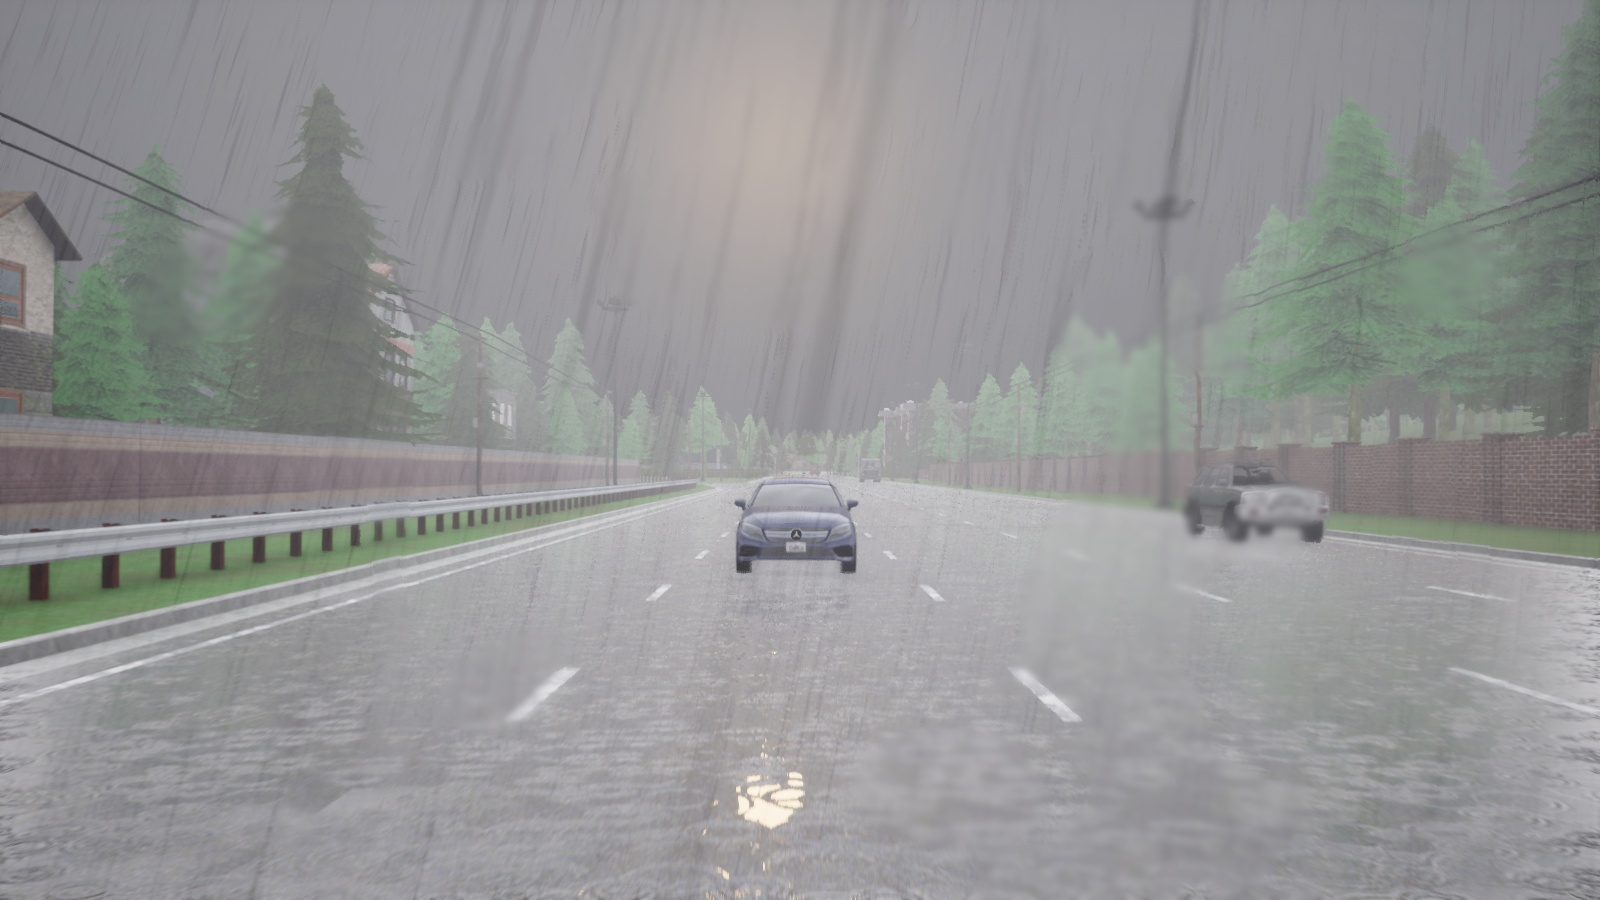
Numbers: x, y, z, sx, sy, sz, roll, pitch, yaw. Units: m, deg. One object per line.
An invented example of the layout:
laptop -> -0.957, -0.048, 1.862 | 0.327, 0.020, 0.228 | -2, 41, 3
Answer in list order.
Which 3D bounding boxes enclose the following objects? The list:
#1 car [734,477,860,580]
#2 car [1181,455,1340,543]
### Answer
car -> -0.049, 1.184, 20.491 | 1.812, 1.442, 4.674 | 0, -1, 0
car -> 10.430, 1.072, 28.815 | 1.932, 1.855, 4.605 | 0, -1, 0
